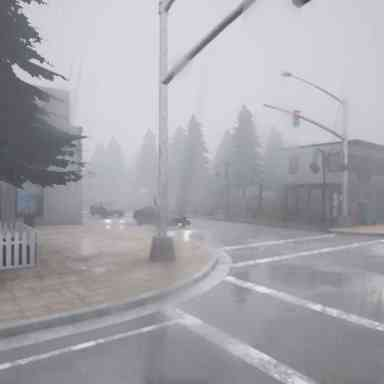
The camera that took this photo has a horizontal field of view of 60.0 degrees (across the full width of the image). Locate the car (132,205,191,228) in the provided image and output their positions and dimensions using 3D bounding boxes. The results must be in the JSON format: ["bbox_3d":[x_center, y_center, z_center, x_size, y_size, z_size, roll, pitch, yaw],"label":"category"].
[{"bbox_3d":[-2.201,1.596,22.313,2.033,1.411,5.357,0,0,-34],"label":"car"}]

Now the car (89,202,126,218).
[{"bbox_3d":[-8.007,1.598,30.992,2.033,1.411,5.357,0,0,-34],"label":"car"}]
